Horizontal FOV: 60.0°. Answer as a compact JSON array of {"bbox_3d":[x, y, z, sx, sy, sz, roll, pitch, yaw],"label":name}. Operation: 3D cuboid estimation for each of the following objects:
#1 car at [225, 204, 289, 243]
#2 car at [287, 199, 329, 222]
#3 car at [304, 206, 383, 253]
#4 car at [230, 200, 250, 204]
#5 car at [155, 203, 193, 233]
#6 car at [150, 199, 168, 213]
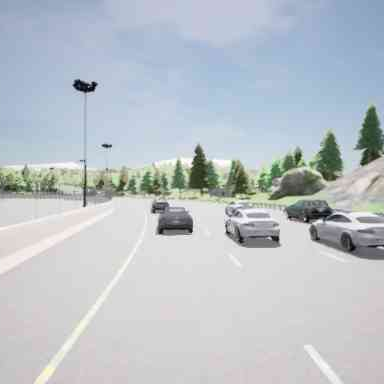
[{"bbox_3d":[2.819,1.518,16.087,1.812,1.442,4.674,0,0,-5],"label":"car"},{"bbox_3d":[8.858,1.331,25.561,2.097,1.767,4.553,0,0,-7],"label":"car"},{"bbox_3d":[6.519,1.511,13.620,1.812,1.442,4.674,0,0,-4],"label":"car"},{"bbox_3d":[4.482,1.512,31.616,1.812,1.442,4.674,0,0,-9],"label":"car"},{"bbox_3d":[-1.050,1.563,19.865,1.994,1.385,4.181,0,0,-6],"label":"car"},{"bbox_3d":[-3.632,1.493,37.444,2.128,1.511,4.902,0,0,-11],"label":"car"}]
